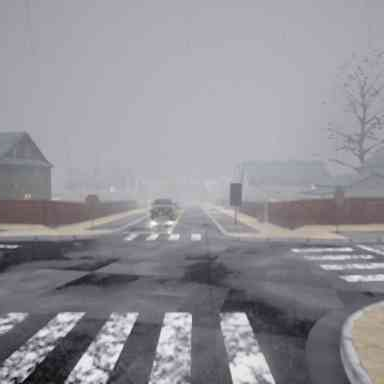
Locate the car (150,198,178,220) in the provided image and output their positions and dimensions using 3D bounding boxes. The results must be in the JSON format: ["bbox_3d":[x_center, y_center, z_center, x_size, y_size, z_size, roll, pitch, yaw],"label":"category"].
[{"bbox_3d":[-2.846,1.634,33.217,2.150,2.045,5.566,0,-1,0],"label":"car"}]

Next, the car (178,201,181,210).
[{"bbox_3d":[-2.801,2.212,54.195,1.837,1.490,4.892,0,-1,0],"label":"car"}]
